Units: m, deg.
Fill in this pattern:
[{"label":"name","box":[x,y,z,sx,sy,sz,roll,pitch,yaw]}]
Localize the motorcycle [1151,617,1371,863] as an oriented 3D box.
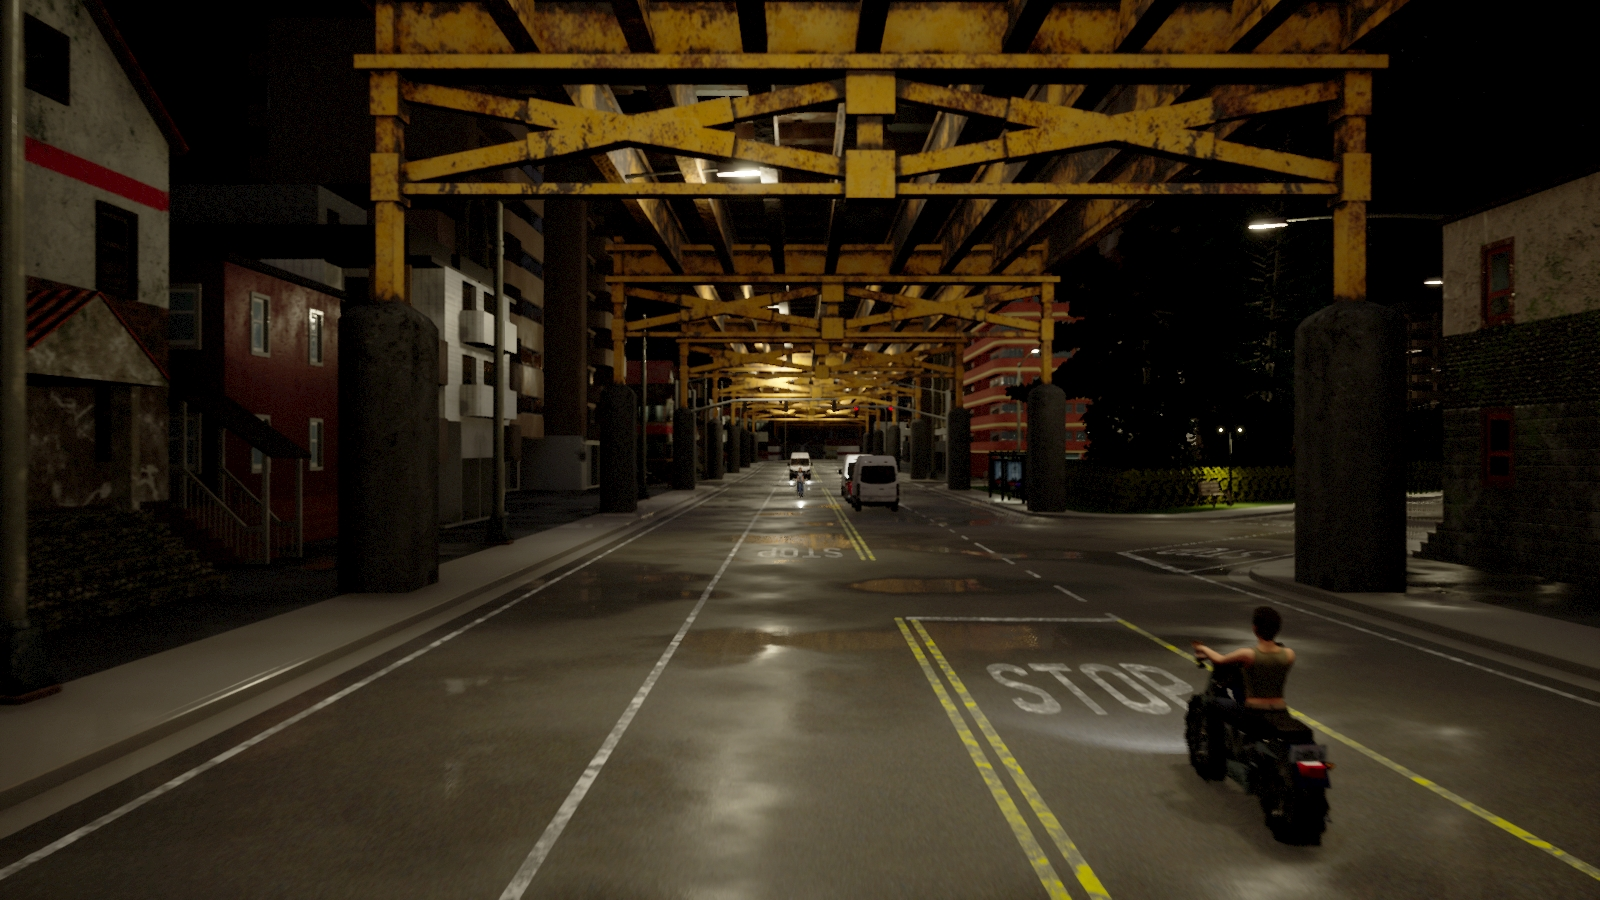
[{"label":"motorcycle","box":[3.494,2.144,8.940,0.764,1.332,2.356,0,0,0]}]
